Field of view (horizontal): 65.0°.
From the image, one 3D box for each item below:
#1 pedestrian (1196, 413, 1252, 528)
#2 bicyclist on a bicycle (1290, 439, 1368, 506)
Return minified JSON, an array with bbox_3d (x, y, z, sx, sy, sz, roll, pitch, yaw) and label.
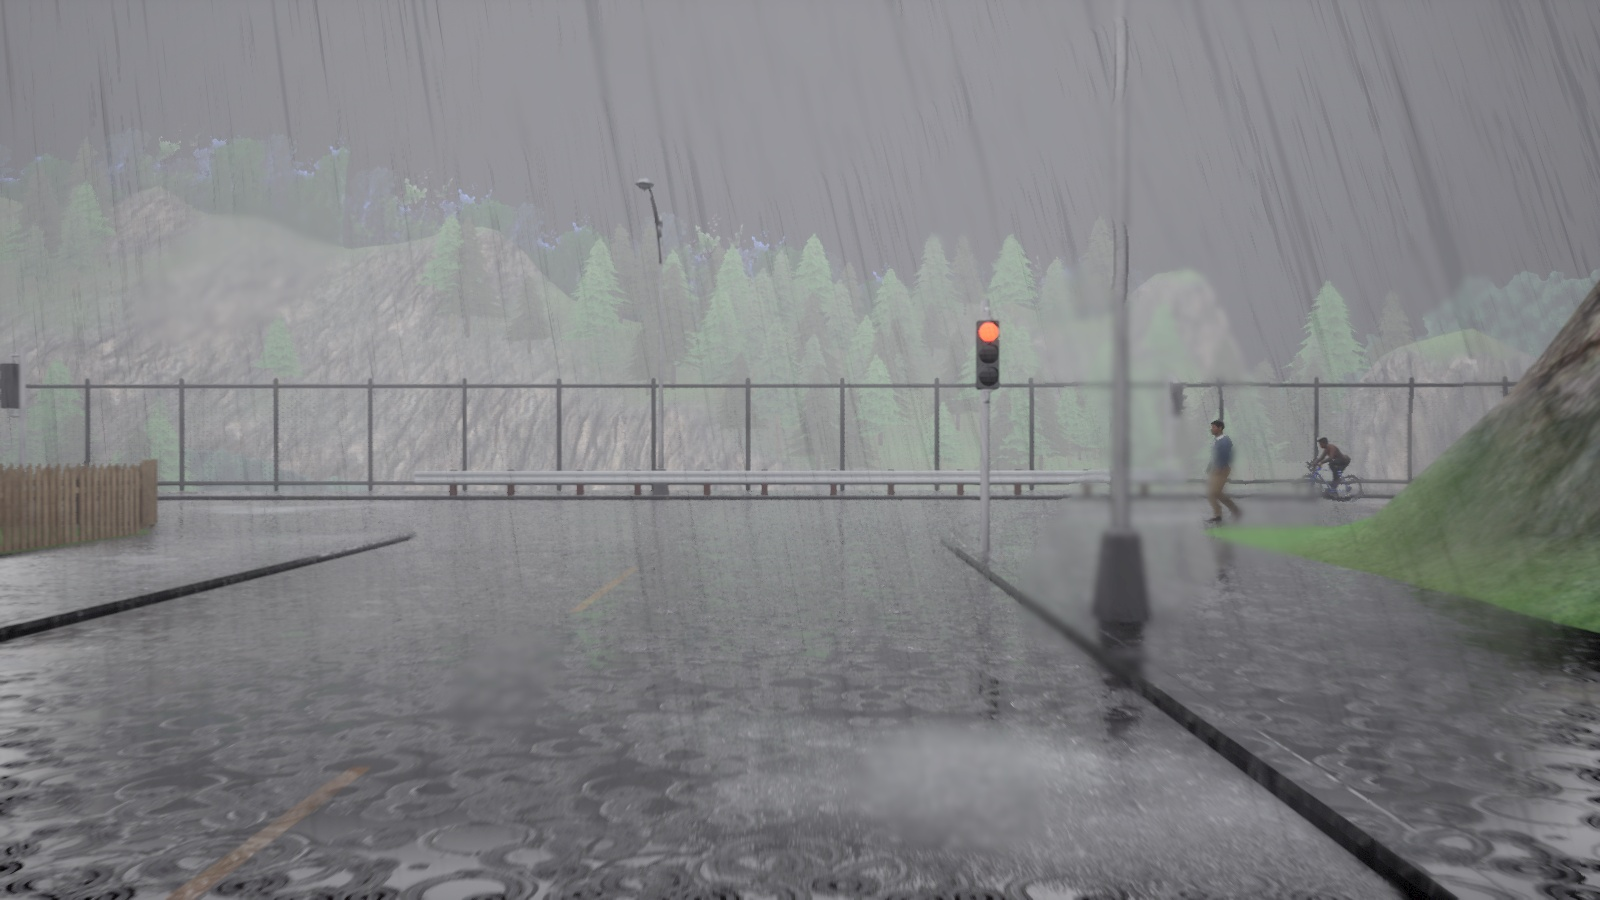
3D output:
[{"bbox_3d":[7.252,0.341,21.496,0.788,1.949,0.423,0,0,-10],"label":"pedestrian"},{"bbox_3d":[12.922,0.537,30.694,1.656,1.620,0.582,0,0,0],"label":"bicyclist on a bicycle"}]
